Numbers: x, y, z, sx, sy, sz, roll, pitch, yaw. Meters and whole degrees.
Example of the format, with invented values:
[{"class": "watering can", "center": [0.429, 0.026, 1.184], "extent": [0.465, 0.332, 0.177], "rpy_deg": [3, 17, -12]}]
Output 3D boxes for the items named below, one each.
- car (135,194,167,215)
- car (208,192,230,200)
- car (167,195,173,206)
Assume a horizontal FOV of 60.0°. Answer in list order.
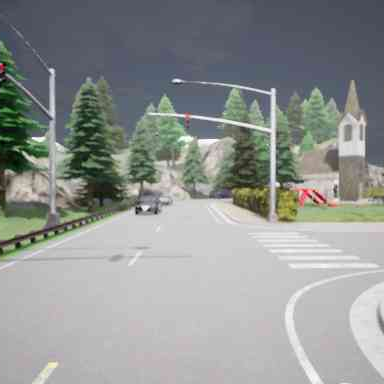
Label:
[{"class": "car", "center": [-3.637, 1.042, 28.263], "extent": [2.128, 1.511, 4.902], "rpy_deg": [0, 1, 0]}, {"class": "car", "center": [4.805, 0.631, 58.773], "extent": [4.181, 1.385, 1.994], "rpy_deg": [-1, 1, -44]}, {"class": "car", "center": [-3.551, 0.961, 40.266], "extent": [1.895, 1.301, 4.718], "rpy_deg": [0, 1, 5]}]
